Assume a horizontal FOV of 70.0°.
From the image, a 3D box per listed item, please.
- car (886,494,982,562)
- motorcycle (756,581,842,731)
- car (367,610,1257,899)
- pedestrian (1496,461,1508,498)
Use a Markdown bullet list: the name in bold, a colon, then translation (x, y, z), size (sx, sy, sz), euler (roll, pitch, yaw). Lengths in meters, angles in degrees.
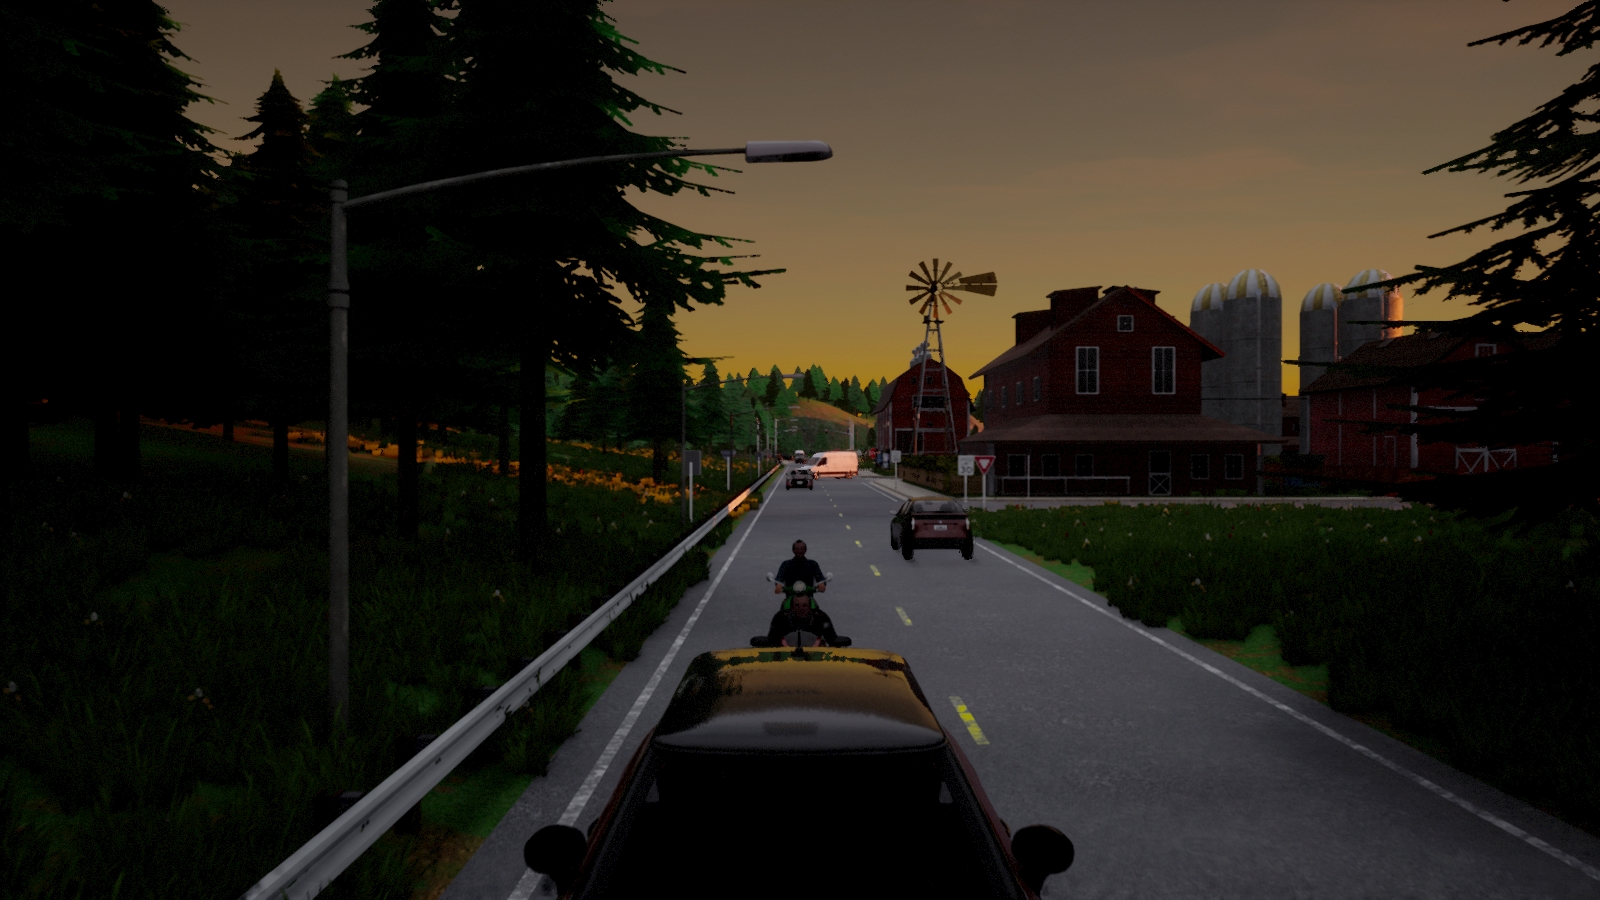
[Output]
- **car**: translation (3.483, 2.017, 30.499), size (2.007, 1.525, 4.514), euler (0, 0, 0)
- **motorcycle**: translation (-0.006, 2.195, 12.587), size (0.867, 1.251, 2.209), euler (0, 0, 0)
- **car**: translation (0.027, 1.901, 4.969), size (2.097, 1.767, 4.553), euler (0, 0, 0)
- **pedestrian**: translation (36.206, 1.512, 58.892), size (0.375, 1.860, 0.375), euler (0, 0, -19)
